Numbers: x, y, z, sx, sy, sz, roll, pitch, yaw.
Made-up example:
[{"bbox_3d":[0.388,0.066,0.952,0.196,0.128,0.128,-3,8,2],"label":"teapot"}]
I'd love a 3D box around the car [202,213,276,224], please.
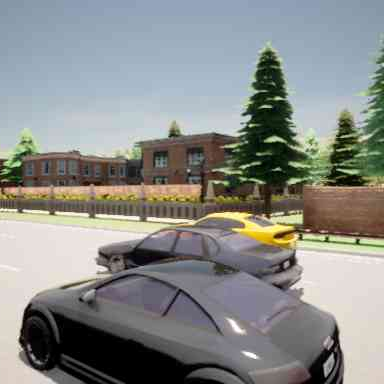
[{"bbox_3d":[1.119,1.478,11.793,5.008,1.535,1.882,0,0,36],"label":"car"}]

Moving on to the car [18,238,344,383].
[{"bbox_3d":[-0.364,1.564,4.252,4.181,1.385,1.994,0,0,36],"label":"car"}]

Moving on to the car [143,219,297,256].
[{"bbox_3d":[-0.084,1.548,8.352,5.357,1.411,2.033,0,0,36],"label":"car"}]
